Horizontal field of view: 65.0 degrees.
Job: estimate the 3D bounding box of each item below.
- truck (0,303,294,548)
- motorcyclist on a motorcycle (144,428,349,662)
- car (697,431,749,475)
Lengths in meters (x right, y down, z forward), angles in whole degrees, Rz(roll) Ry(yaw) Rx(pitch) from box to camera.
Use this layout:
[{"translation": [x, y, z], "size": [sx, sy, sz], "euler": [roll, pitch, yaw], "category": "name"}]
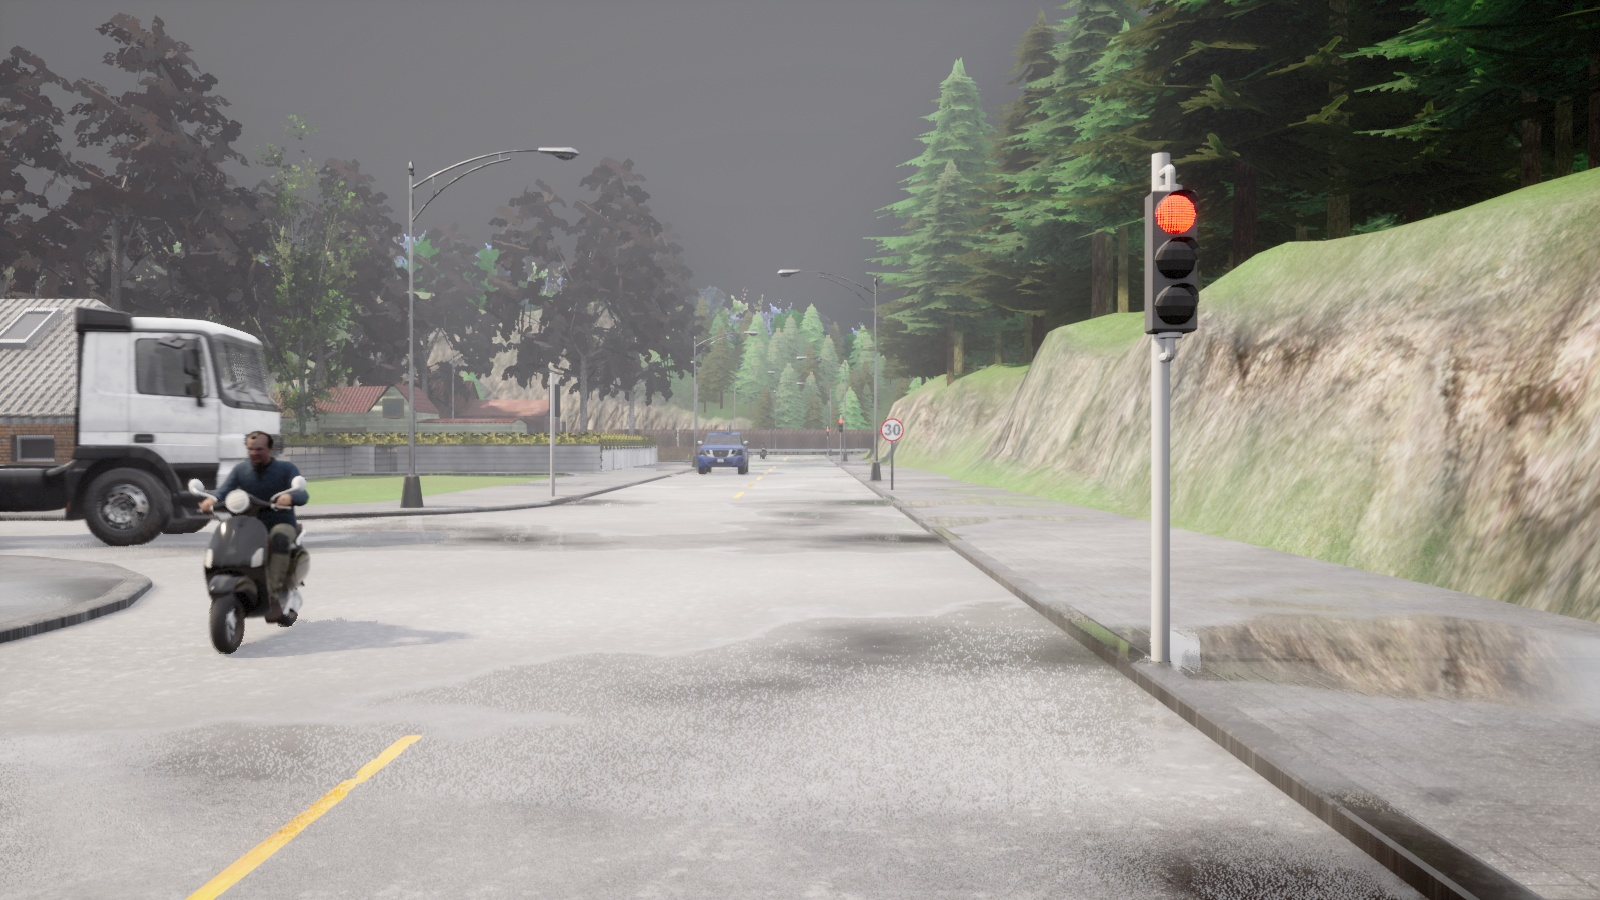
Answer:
[{"translation": [-12.203, -0.353, 19.069], "size": [7.936, 3.462, 2.891], "euler": [0, 0, -10], "category": "truck"}, {"translation": [-4.114, 0.643, 9.513], "size": [0.866, 1.590, 1.817], "euler": [-1, 0, -5], "category": "motorcyclist on a motorcycle"}, {"translation": [-3.645, 0.122, 60.355], "size": [2.150, 2.045, 5.566], "euler": [0, 0, 0], "category": "car"}]
